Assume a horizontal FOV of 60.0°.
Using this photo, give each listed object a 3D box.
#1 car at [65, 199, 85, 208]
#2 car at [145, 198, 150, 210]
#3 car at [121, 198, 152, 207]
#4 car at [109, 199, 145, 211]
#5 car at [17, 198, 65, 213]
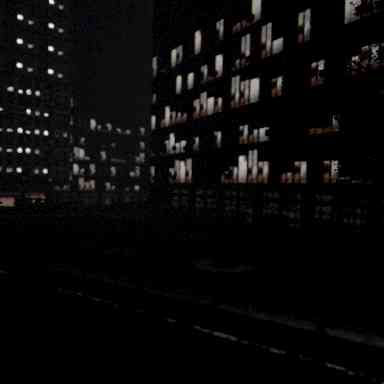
[{"bbox_3d":[-18.771,1.782,51.066,4.403,1.369,2.008,1,1,-34],"label":"car"},{"bbox_3d":[-4.961,1.825,50.970,5.009,1.841,2.192,1,1,-34],"label":"car"},{"bbox_3d":[-9.557,1.840,57.377,4.829,1.417,1.752,1,1,-34],"label":"car"},{"bbox_3d":[-9.642,2.013,47.770,4.507,1.381,1.887,1,1,-34],"label":"car"},{"bbox_3d":[-18.990,1.699,41.358,5.009,1.841,2.192,1,1,-34],"label":"car"}]
